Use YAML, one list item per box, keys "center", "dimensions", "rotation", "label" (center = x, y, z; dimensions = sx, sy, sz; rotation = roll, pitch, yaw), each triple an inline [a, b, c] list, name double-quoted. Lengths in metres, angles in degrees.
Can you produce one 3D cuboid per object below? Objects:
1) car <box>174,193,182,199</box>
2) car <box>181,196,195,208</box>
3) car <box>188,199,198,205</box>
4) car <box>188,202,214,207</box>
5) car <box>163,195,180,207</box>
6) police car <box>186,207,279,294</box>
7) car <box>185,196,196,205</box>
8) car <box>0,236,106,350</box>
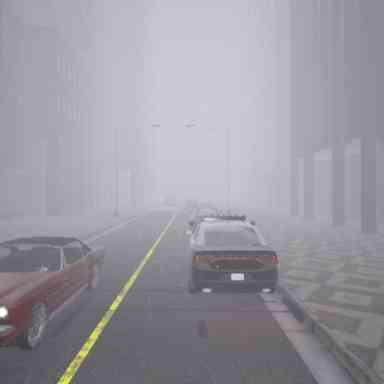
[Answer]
- center: [-3.369, 1.473, 91.871]
  dimensions: [1.837, 1.490, 4.892]
  rotation: [0, 0, 0]
  label: "car"
- center: [-0.161, 1.503, 46.165]
  dimensions: [1.812, 1.442, 4.674]
  rotation: [0, 0, 0]
  label: "car"
- center: [0.801, 1.495, 24.856]
  dimensions: [1.837, 1.490, 4.892]
  rotation: [0, 0, 0]
  label: "car"
- center: [0.825, 1.521, 18.855]
  dimensions: [1.812, 1.442, 4.674]
  rotation: [0, 0, 0]
  label: "car"
- center: [-3.295, 1.467, 50.182]
  dimensions: [2.128, 1.511, 4.902]
  rotation: [0, 0, 0]
  label: "car"
- center: [0.865, 1.425, 8.964]
  dimensions: [1.930, 1.638, 5.238]
  rotation: [0, 0, 0]
  label: "police car"
- center: [-0.243, 1.450, 60.445]
  dimensions: [1.882, 1.535, 5.008]
  rotation: [0, 0, 0]
  label: "car"
- center: [-3.123, 1.601, 6.336]
  dimensions: [1.895, 1.301, 4.718]
  rotation: [0, 0, 0]
  label: "car"
